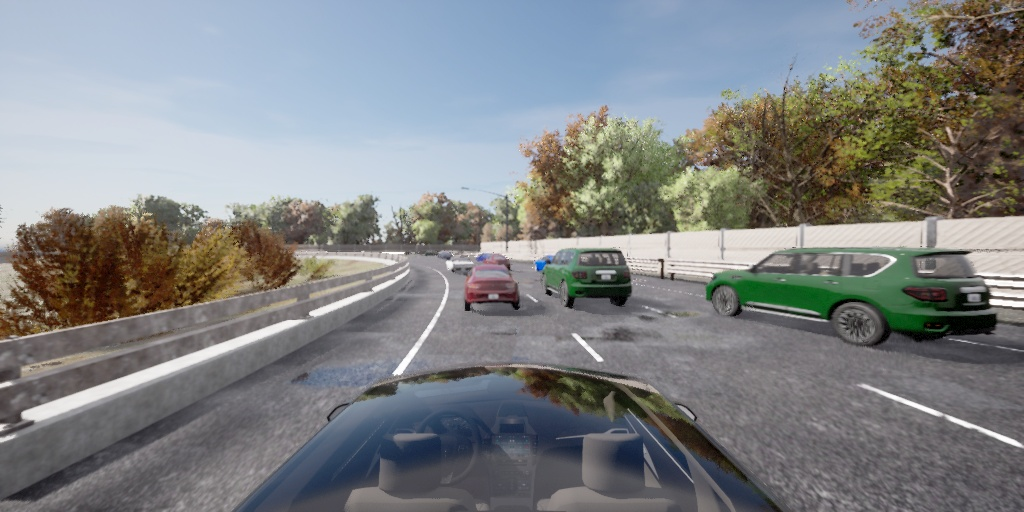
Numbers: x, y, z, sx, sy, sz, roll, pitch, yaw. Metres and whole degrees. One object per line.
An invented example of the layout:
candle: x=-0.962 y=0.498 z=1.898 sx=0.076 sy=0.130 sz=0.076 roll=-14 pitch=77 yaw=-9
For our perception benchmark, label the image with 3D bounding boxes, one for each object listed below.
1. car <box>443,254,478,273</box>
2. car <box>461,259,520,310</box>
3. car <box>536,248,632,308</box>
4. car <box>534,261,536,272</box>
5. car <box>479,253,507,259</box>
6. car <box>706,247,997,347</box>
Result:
car: x=-4.597 y=0.725 z=31.188 sx=1.895 sy=1.301 sz=4.718 roll=0 pitch=1 yaw=-17
car: x=-0.825 y=1.028 z=13.266 sx=1.812 sy=1.442 sz=4.674 roll=0 pitch=1 yaw=-6
car: x=2.643 y=0.704 z=13.935 sx=2.150 sy=2.045 sz=5.566 roll=0 pitch=1 yaw=-7
car: x=3.255 y=0.640 z=28.768 sx=1.882 sy=1.535 sz=5.008 roll=0 pitch=1 yaw=-14
car: x=-1.461 y=0.609 z=32.817 sx=1.812 sy=1.442 sz=4.674 roll=0 pitch=1 yaw=-17
car: x=7.702 y=0.799 z=9.095 sx=2.150 sy=2.045 sz=5.566 roll=-1 pitch=1 yaw=-14
